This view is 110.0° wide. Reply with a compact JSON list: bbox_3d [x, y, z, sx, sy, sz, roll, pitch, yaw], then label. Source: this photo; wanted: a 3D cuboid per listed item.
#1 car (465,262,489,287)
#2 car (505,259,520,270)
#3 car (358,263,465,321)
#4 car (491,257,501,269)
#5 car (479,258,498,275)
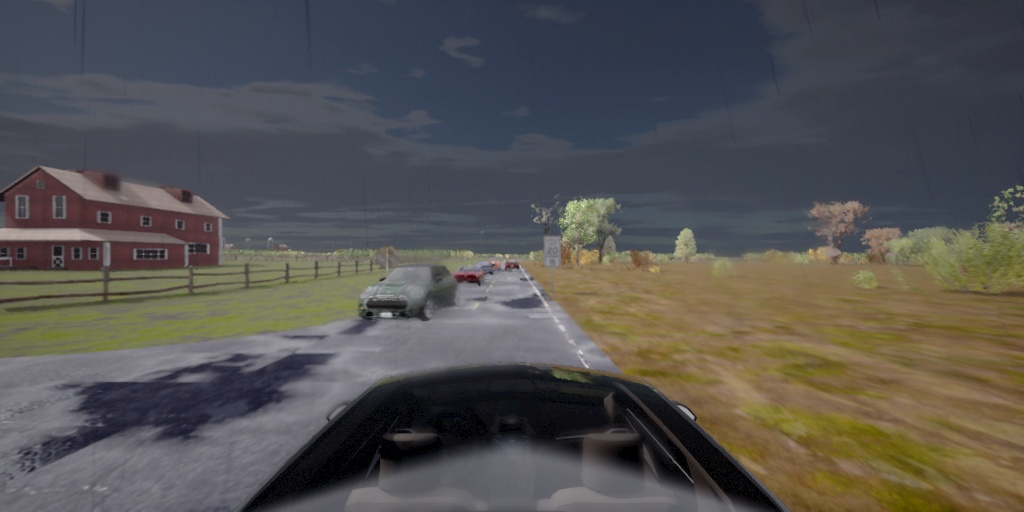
[{"bbox_3d":[-2.841,1.297,24.251,1.895,1.301,4.718,0,0,0],"label":"car"},{"bbox_3d":[0.014,1.118,48.739,1.882,1.535,5.008,0,0,0],"label":"car"},{"bbox_3d":[-3.330,1.075,12.408,2.097,1.767,4.553,0,0,7],"label":"car"},{"bbox_3d":[-2.735,0.994,53.774,2.097,1.767,4.553,0,0,0],"label":"car"},{"bbox_3d":[-2.831,1.213,37.315,2.033,1.411,5.357,0,0,-1],"label":"car"}]
